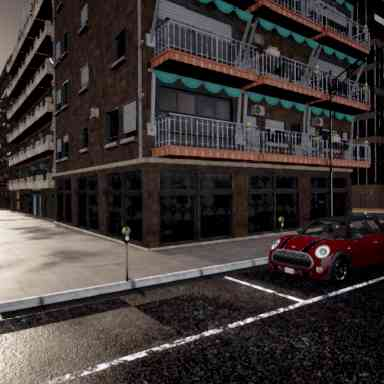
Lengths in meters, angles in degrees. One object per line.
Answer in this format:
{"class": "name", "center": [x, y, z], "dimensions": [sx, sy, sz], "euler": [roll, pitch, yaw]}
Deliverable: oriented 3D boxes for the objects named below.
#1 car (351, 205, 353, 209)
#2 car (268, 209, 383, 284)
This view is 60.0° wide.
{"class": "car", "center": [17.738, 1.744, 41.600], "dimensions": [1.967, 1.590, 4.097], "euler": [-2, 0, -36]}
{"class": "car", "center": [4.046, 1.439, 9.476], "dimensions": [4.097, 1.590, 1.967], "euler": [0, -1, -36]}
